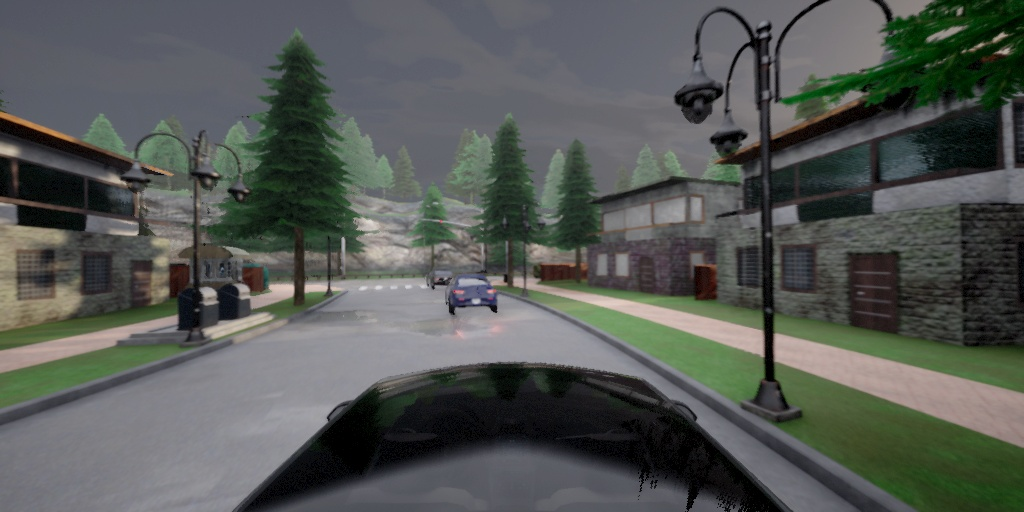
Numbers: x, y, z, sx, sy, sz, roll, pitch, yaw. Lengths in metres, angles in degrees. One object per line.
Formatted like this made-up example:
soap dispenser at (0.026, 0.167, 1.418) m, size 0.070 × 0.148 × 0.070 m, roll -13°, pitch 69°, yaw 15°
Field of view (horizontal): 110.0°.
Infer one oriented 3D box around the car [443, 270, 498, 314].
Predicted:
car at (-1.742, 1.461, 14.818) m, size 1.812 × 1.442 × 4.674 m, roll 0°, pitch -1°, yaw -12°

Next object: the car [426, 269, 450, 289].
car at (-5.344, 1.668, 27.032) m, size 2.033 × 1.411 × 5.357 m, roll 0°, pitch -1°, yaw -19°
